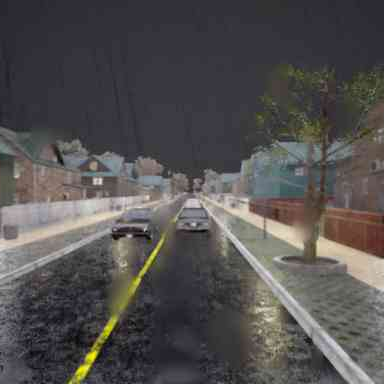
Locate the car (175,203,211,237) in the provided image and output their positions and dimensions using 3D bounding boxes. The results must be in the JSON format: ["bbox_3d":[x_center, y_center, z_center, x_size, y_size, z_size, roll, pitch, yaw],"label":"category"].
[{"bbox_3d":[0.072,1.560,18.030,2.033,1.411,5.357,0,0,0],"label":"car"}]

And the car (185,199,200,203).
[{"bbox_3d":[0.070,1.546,40.718,1.812,1.442,4.674,0,0,0],"label":"car"}]

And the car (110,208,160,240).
[{"bbox_3d":[-2.758,1.560,17.294,2.033,1.411,5.357,0,0,0],"label":"car"}]
